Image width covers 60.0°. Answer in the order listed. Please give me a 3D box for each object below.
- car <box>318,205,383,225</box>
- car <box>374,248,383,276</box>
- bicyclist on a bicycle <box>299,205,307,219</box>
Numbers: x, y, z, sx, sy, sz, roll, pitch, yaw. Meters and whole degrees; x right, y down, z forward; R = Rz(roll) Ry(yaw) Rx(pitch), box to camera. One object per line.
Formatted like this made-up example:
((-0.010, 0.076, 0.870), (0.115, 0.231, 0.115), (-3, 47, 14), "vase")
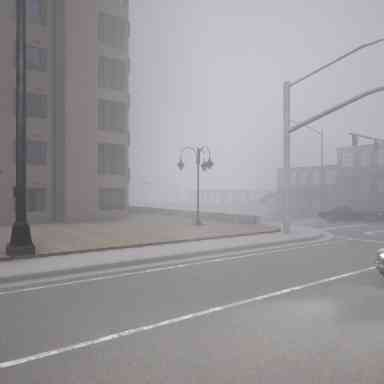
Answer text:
((11.876, 1.630, 24.402), (1.895, 1.301, 4.718), (0, -2, -36), "car")
((6.761, 1.601, 8.561), (4.718, 1.301, 1.895), (0, 0, -33), "car")
((13.543, 2.464, 40.664), (1.656, 1.620, 0.582), (0, -8, -35), "bicyclist on a bicycle")
